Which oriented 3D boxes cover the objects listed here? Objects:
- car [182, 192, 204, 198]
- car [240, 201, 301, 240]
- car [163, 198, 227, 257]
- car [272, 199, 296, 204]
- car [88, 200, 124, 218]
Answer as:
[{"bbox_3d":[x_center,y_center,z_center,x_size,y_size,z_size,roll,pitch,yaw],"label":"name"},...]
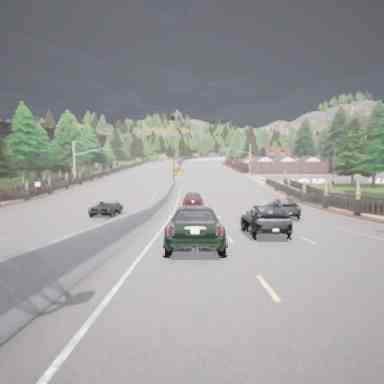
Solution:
[{"bbox_3d":[0.093,0.794,33.635,2.097,1.767,4.553,0,4,0],"label":"car"},{"bbox_3d":[3.597,1.416,16.705,2.128,1.511,4.902,0,0,0],"label":"car"},{"bbox_3d":[0.099,1.294,12.830,2.097,1.767,4.553,0,0,0],"label":"car"},{"bbox_3d":[7.097,1.281,26.298,2.128,1.511,4.902,0,2,0],"label":"car"},{"bbox_3d":[-7.035,1.348,27.453,1.895,1.301,4.718,0,2,1],"label":"car"}]
